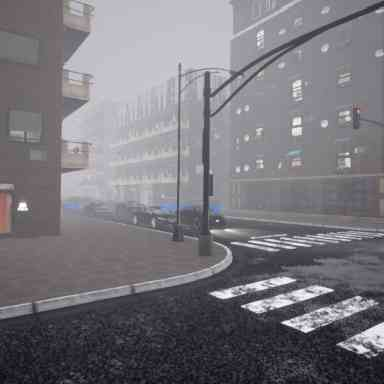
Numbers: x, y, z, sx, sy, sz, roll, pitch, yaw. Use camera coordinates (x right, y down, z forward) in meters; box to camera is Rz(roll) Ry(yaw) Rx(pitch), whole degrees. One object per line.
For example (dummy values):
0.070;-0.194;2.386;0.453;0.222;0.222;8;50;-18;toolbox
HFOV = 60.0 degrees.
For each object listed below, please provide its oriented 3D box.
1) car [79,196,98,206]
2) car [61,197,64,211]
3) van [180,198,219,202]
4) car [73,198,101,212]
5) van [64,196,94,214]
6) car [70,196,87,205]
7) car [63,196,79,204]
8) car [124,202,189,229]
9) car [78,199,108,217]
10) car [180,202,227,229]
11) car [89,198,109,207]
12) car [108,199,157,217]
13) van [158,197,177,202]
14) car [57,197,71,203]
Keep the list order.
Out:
-18.228;1.597;58.305;1.967;1.590;4.097;1;-1;-35;car
-15.153;1.581;40.020;2.008;1.369;4.403;1;-1;-35;car
0.881;1.440;30.709;1.690;1.788;3.998;1;-1;-35;van
-13.196;1.540;41.568;1.882;1.535;5.008;1;0;-34;car
-11.967;1.361;35.422;1.690;1.788;3.998;1;-1;-35;van
-21.412;1.606;62.904;1.967;1.590;4.097;1;-1;-35;car
-24.597;1.615;67.503;1.967;1.590;4.097;1;-1;-35;car
-2.414;1.540;21.623;2.008;1.369;4.403;1;-1;-35;car
-8.784;1.592;30.821;1.802;1.307;4.206;1;-1;-35;car
0.414;1.581;21.869;1.994;1.385;4.181;1;-1;-35;car
-15.044;1.730;53.704;1.802;1.307;4.206;1;-1;-35;car
-5.493;1.528;30.402;2.128;1.511;4.902;1;-1;-35;car
-2.304;1.450;35.309;1.690;1.788;3.998;1;-1;-35;van
-27.783;1.728;72.102;1.887;1.381;4.507;1;-1;-35;car
